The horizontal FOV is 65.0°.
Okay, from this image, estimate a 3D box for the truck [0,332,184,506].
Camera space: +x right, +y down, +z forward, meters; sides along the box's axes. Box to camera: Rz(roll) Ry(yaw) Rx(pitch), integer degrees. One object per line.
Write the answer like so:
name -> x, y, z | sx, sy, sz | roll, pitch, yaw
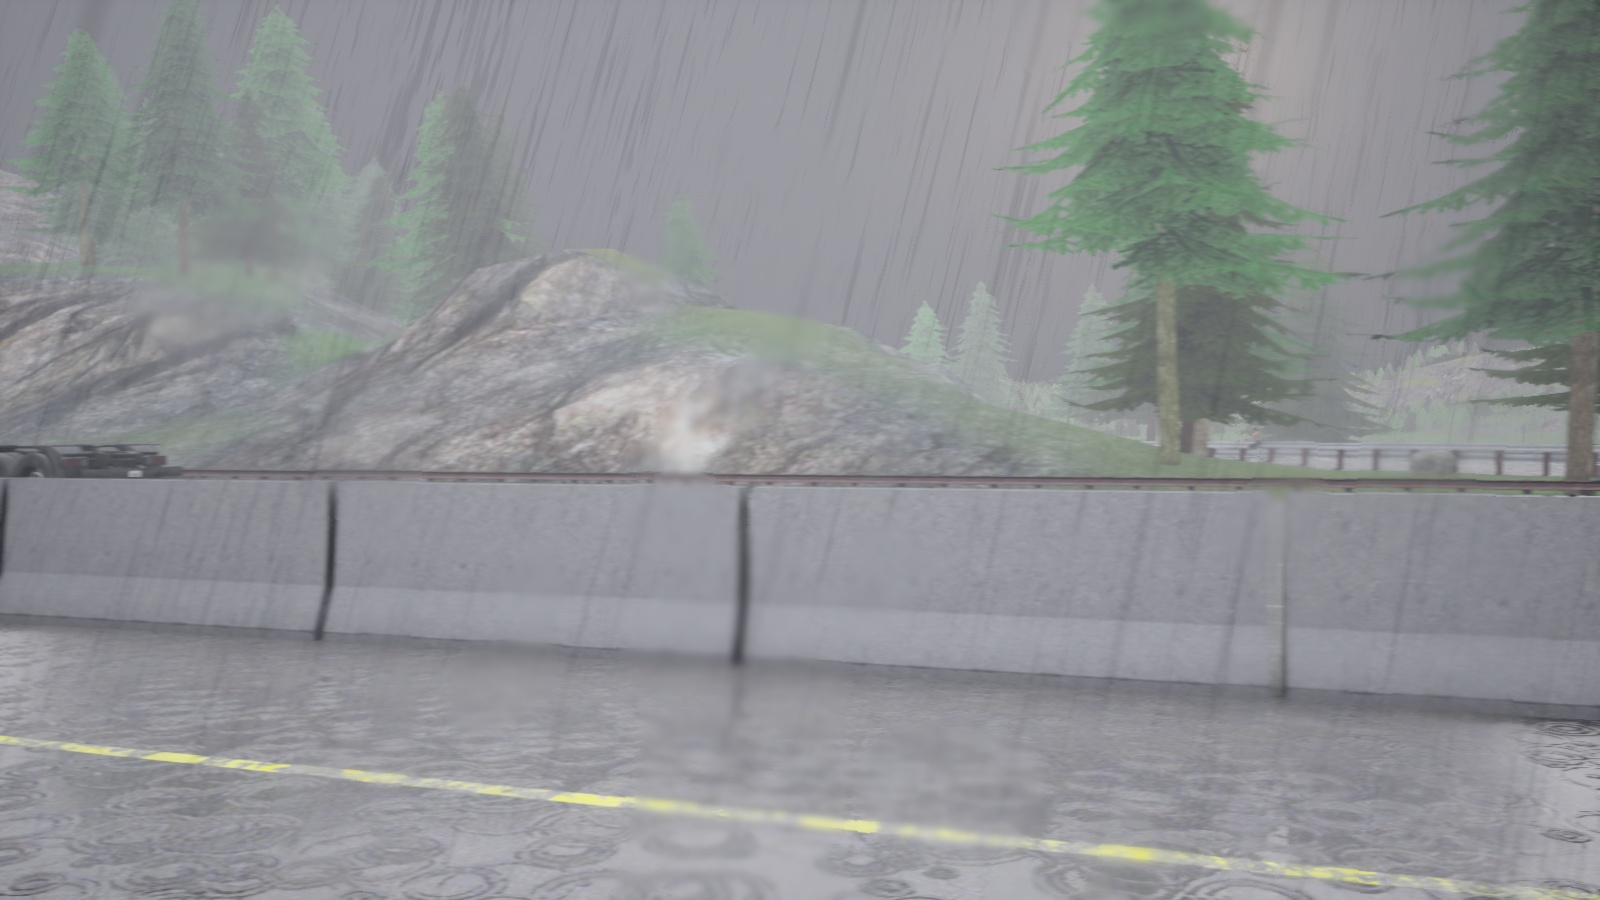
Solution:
truck -> -17.850, -0.666, 27.646 | 7.936, 3.462, 2.891 | 1, 1, 19
